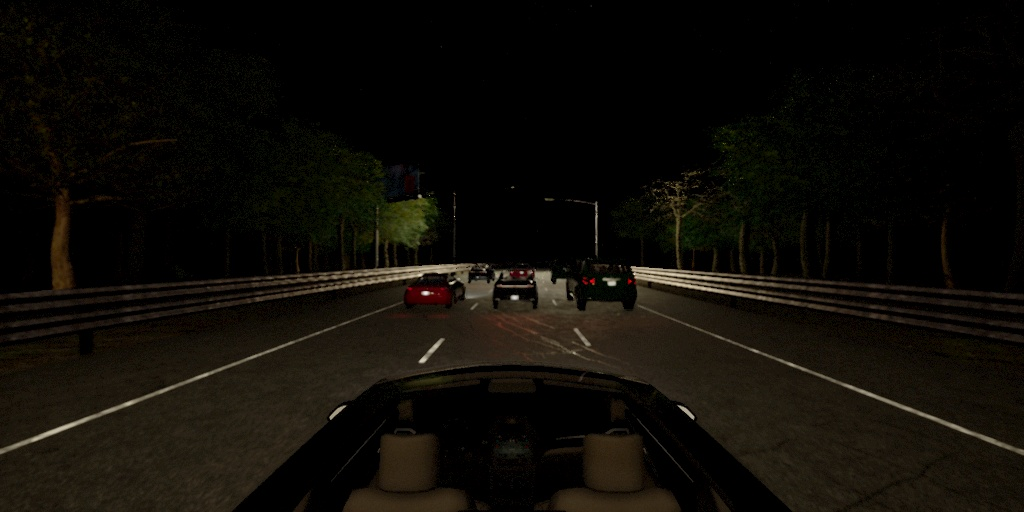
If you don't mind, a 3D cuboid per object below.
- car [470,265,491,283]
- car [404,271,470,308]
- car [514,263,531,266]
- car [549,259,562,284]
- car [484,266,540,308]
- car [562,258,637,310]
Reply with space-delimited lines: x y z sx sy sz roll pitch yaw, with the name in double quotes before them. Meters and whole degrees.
"car" -2.569 1.520 30.962 2.128 1.511 4.902 0 0 4
"car" -3.307 1.448 16.038 1.994 1.385 4.181 0 -1 2
"car" 0.905 1.375 30.511 2.097 1.767 4.553 0 -1 4
"car" 4.392 1.239 30.228 2.150 2.045 5.566 0 0 4
"car" 0.191 1.377 15.949 2.128 1.511 4.902 0 0 2
"car" 3.676 1.098 15.579 2.150 2.045 5.566 0 0 2
